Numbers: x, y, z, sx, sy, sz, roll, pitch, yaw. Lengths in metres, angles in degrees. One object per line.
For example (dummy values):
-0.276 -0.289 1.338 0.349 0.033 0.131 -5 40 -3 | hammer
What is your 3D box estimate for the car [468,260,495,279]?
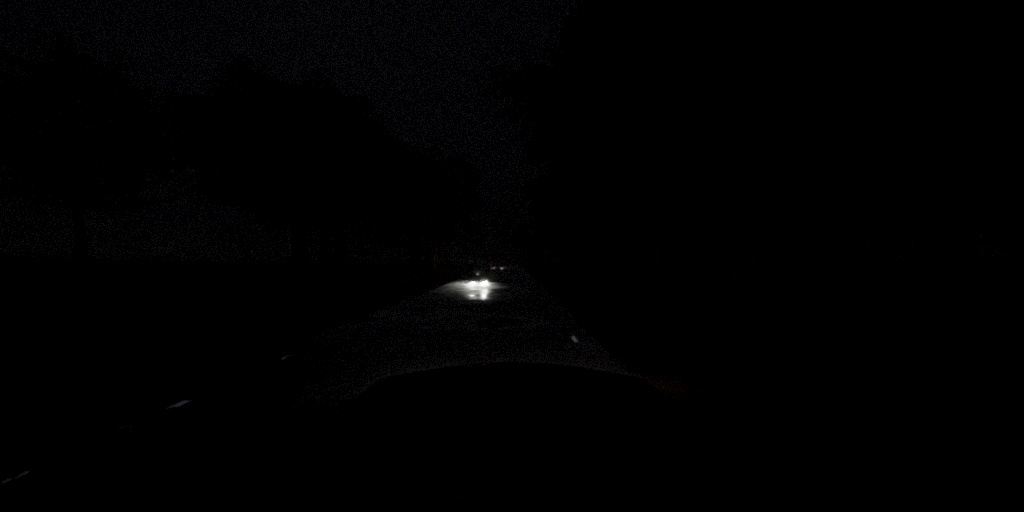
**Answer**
-3.047 1.370 34.345 2.128 1.511 4.902 0 0 0 | car
